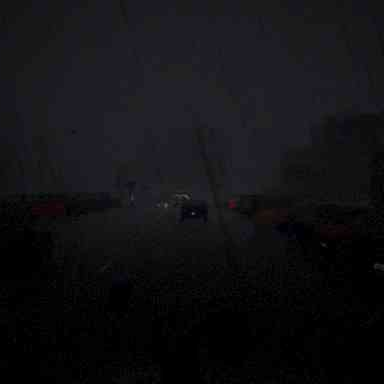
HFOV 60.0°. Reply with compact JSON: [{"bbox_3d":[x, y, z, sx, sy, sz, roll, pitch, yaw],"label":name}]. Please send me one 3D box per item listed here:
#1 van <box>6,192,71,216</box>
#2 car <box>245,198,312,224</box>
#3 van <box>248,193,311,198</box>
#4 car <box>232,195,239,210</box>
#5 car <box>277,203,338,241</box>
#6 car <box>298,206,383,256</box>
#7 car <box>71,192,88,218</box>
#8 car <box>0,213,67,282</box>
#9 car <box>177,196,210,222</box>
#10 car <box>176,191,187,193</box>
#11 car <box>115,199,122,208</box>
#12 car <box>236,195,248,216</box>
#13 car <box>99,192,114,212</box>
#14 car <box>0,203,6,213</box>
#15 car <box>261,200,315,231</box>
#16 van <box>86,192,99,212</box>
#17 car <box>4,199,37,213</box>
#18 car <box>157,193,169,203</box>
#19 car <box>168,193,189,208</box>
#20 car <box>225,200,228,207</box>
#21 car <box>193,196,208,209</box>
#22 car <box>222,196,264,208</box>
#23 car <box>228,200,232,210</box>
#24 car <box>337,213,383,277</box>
[{"bbox_3d":[-11.260,1.101,23.768,4.442,1.987,1.878,-1,1,-19],"label":"van"},{"bbox_3d":[6.180,1.310,19.846,5.366,1.575,1.946,1,1,-20],"label":"car"},{"bbox_3d":[6.450,1.068,22.887,4.442,1.987,1.878,1,0,-20],"label":"van"},{"bbox_3d":[6.263,1.121,28.732,4.553,1.767,2.185,1,0,-20],"label":"car"},{"bbox_3d":[6.356,1.389,14.030,4.792,1.488,2.163,1,1,-20],"label":"car"},{"bbox_3d":[6.404,1.383,11.102,5.008,1.535,2.097,1,1,-20],"label":"car"},{"bbox_3d":[-11.048,1.177,26.821,4.553,1.767,2.185,-1,1,-19],"label":"car"},{"bbox_3d":[-5.099,1.487,7.938,2.033,1.411,5.357,0,0,0],"label":"car"},{"bbox_3d":[0.278,1.289,24.740,1.882,1.535,5.008,0,0,5],"label":"car"},{"bbox_3d":[-1.644,0.778,52.146,2.150,2.045,5.566,0,1,-1],"label":"car"},{"bbox_3d":[-10.774,1.215,38.808,5.008,1.535,2.097,-1,1,-18],"label":"car"},{"bbox_3d":[6.323,1.270,25.790,5.008,1.535,2.097,1,1,-20],"label":"car"},{"bbox_3d":[-10.906,1.007,32.825,5.566,2.045,2.435,-1,0,-18],"label":"car"},{"bbox_3d":[-11.344,1.421,14.783,4.792,1.488,2.163,-1,1,-19],"label":"car"},{"bbox_3d":[6.379,1.338,16.975,5.008,1.535,2.097,1,1,-20],"label":"car"},{"bbox_3d":[-10.897,1.053,29.855,4.442,1.987,1.878,-1,0,-18],"label":"van"},{"bbox_3d":[-11.279,1.370,17.803,4.892,1.521,2.231,-1,0,-19],"label":"car"},{"bbox_3d":[-4.785,0.942,55.699,2.128,1.511,4.902,0,2,0],"label":"car"},{"bbox_3d":[-1.509,1.229,42.120,2.033,1.411,5.357,0,0,-1],"label":"car"},{"bbox_3d":[6.212,1.076,34.632,4.553,1.767,2.185,1,0,-21],"label":"car"},{"bbox_3d":[1.032,1.209,41.544,1.812,1.442,4.674,0,0,0],"label":"car"},{"bbox_3d":[6.183,1.197,40.540,4.674,1.452,2.002,1,1,-21],"label":"car"},{"bbox_3d":[6.293,1.254,31.703,4.792,1.488,2.163,1,0,-20],"label":"car"},{"bbox_3d":[6.400,1.406,8.167,4.892,1.521,2.231,1,0,-20],"label":"car"}]
